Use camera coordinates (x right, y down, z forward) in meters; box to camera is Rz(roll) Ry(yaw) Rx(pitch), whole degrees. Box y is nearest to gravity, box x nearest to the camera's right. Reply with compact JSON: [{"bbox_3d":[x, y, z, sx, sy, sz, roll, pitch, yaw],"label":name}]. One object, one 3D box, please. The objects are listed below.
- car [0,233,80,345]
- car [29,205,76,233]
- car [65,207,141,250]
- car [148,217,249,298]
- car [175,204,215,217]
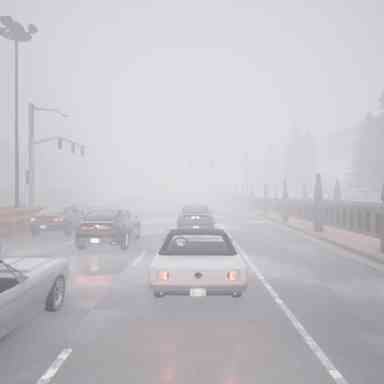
[{"bbox_3d":[-3.385,1.576,4.663,1.895,1.301,4.718,0,0,0],"label":"car"},{"bbox_3d":[-6.843,1.406,17.518,1.812,1.442,4.674,0,0,-1],"label":"car"},{"bbox_3d":[-3.337,1.411,13.889,1.837,1.490,4.892,0,0,0],"label":"car"},{"bbox_3d":[0.131,1.549,8.352,1.895,1.301,4.718,0,0,0],"label":"car"},{"bbox_3d":[0.186,1.384,17.612,1.837,1.490,4.892,0,0,0],"label":"car"}]
